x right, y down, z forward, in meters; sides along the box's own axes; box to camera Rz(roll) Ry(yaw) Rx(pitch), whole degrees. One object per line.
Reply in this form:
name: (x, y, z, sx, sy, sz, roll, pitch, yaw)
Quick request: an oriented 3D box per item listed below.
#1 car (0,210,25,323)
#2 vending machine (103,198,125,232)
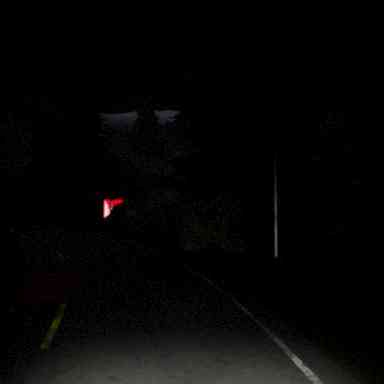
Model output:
car: (-3.950, 1.292, 4.325, 2.150, 2.045, 5.566, 0, -1, -11)
vending machine: (-5.078, 1.456, 21.667, 1.100, 2.100, 0.880, 0, -1, -43)
